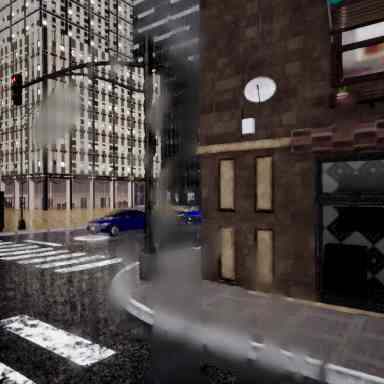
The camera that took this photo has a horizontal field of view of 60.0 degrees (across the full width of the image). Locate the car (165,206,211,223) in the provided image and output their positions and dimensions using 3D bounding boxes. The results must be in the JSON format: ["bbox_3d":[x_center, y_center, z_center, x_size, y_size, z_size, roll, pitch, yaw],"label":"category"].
[{"bbox_3d":[-0.324,1.975,30.481,2.008,1.369,4.403,-2,-2,35],"label":"car"}]

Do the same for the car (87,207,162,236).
[{"bbox_3d":[-4.172,1.773,20.248,1.812,1.442,4.674,-1,-1,33],"label":"car"}]

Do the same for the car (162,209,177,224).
[{"bbox_3d":[-3.526,1.894,25.924,2.008,1.369,4.403,-2,-2,35],"label":"car"}]

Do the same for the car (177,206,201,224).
[{"bbox_3d":[1.247,1.863,27.965,1.882,1.535,5.008,-1,-1,35],"label":"car"}]
